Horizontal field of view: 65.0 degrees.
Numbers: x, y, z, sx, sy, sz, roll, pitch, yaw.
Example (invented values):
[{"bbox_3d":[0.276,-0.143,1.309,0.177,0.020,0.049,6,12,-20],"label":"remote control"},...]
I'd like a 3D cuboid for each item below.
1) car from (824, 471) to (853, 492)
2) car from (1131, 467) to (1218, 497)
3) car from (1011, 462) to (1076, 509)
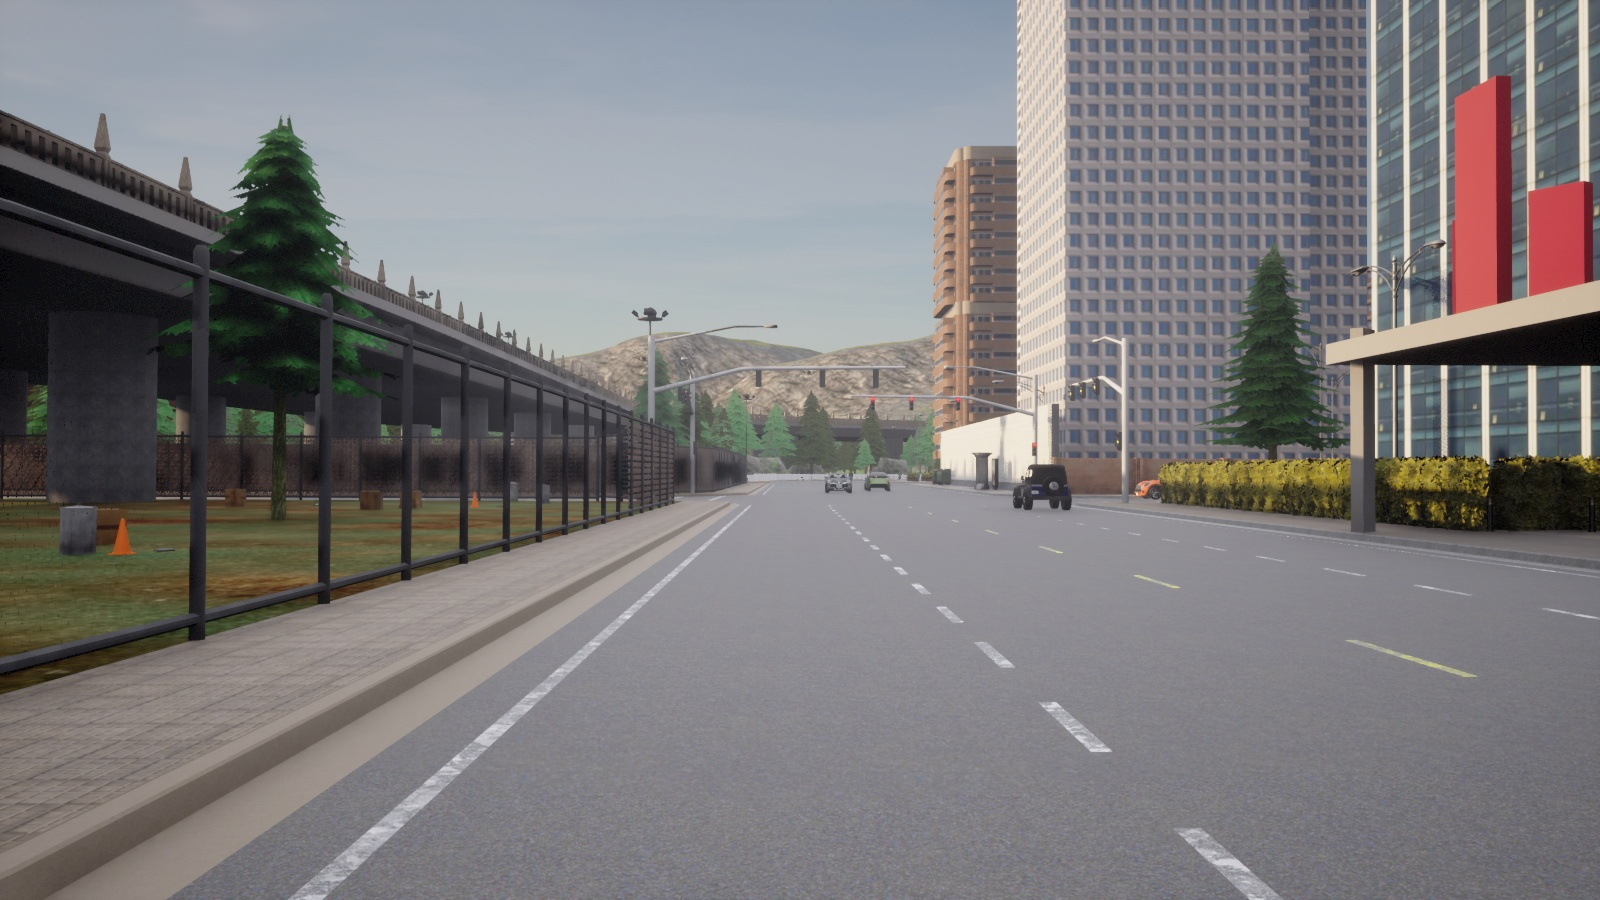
[{"bbox_3d":[2.771,2.286,90.594,1.970,1.475,3.806,0,-1,0],"label":"car"},{"bbox_3d":[22.442,1.901,75.347,4.553,1.767,2.097,0,-1,-1],"label":"car"},{"bbox_3d":[10.080,1.445,52.216,1.905,1.878,3.866,0,-1,0],"label":"car"}]
